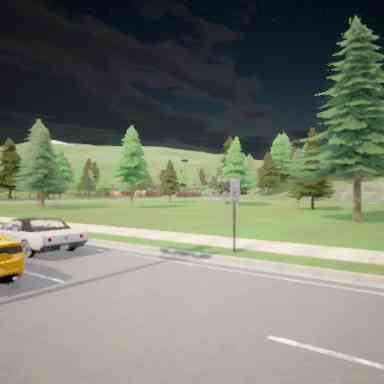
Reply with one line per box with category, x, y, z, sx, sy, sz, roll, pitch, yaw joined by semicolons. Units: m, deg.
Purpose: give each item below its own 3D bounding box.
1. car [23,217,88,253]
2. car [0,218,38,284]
car;-6.147;1.600;12.651;4.718;1.301;1.895;0;0;36
car;-6.203;1.477;8.379;5.008;1.535;1.882;0;0;36
